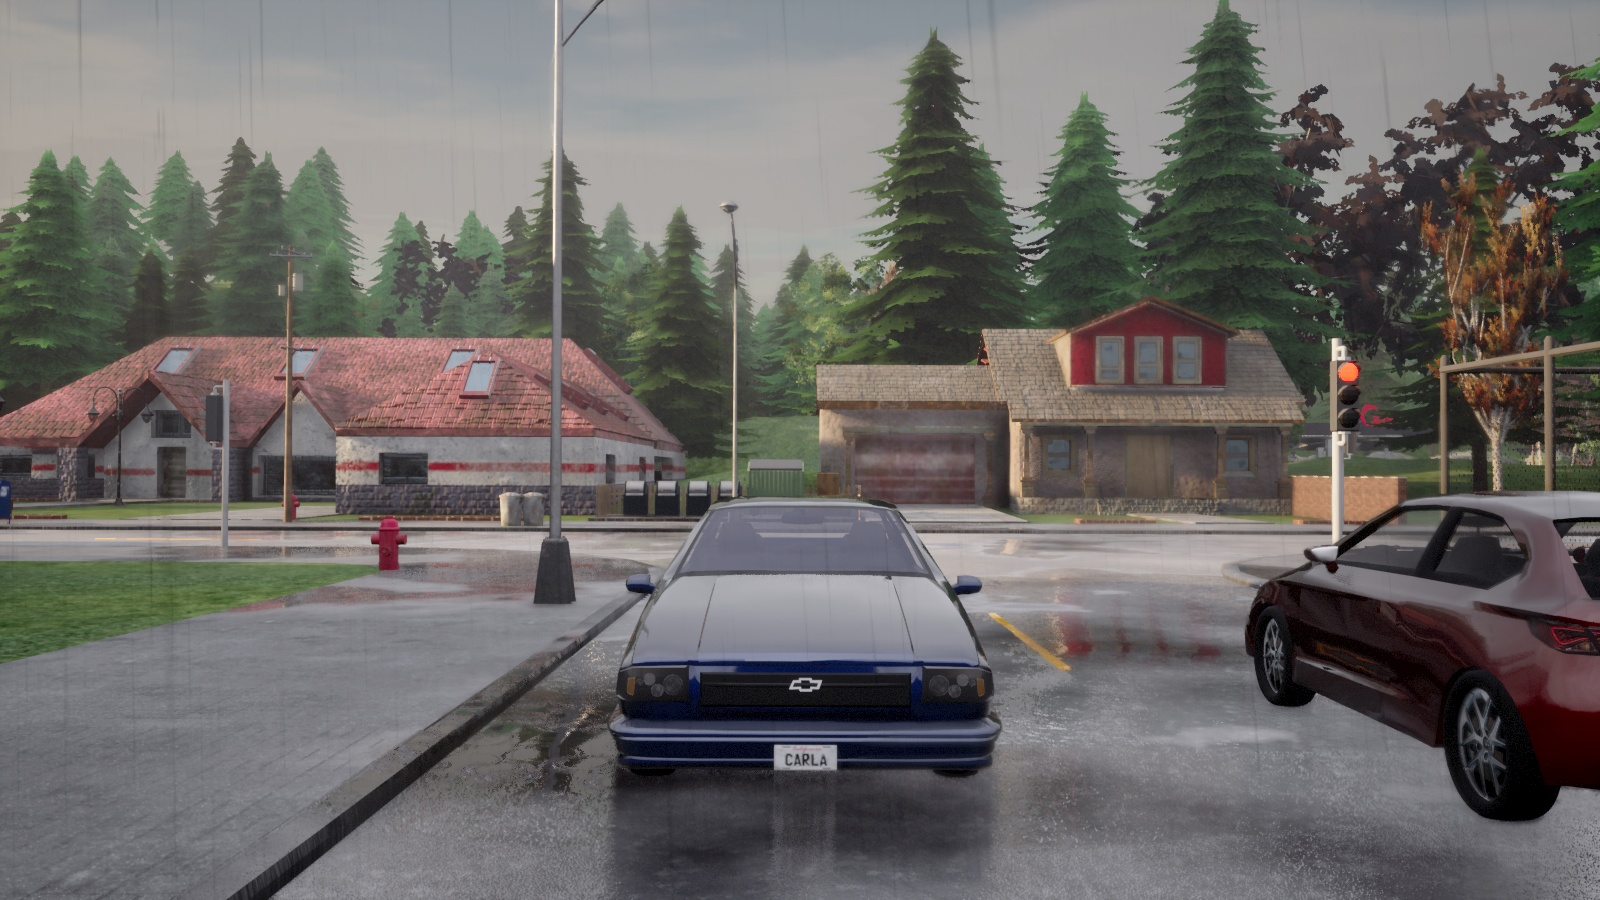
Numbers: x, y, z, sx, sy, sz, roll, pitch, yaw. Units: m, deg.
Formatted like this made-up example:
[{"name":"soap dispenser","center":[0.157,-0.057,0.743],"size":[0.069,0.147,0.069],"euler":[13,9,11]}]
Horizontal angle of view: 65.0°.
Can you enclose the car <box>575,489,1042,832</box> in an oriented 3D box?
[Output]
[{"name":"car","center":[0.028,0.999,8.167],"size":[2.033,1.411,5.357],"euler":[0,-1,0]}]

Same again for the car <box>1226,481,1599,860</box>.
[{"name":"car","center":[3.976,0.931,7.101],"size":[1.816,1.474,4.193],"euler":[0,-1,2]}]
